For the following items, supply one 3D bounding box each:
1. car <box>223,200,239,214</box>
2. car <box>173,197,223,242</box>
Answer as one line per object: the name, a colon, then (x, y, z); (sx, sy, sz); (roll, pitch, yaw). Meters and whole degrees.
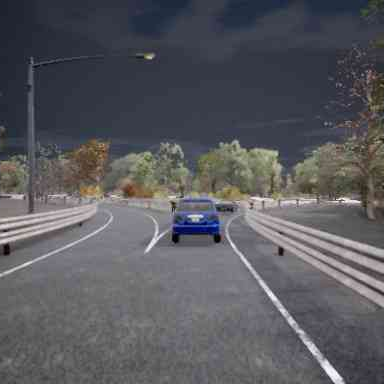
car: (4.269, 1.720, 38.949); (1.882, 1.535, 5.008); (-1, -1, 18)
car: (0.298, 1.269, 16.934); (2.150, 2.045, 5.566); (0, 0, 3)
